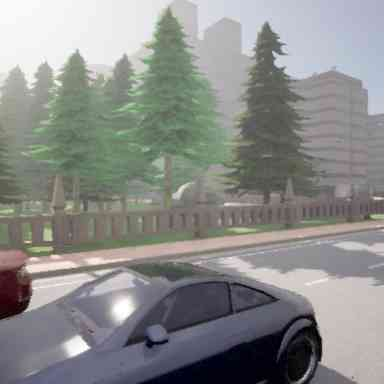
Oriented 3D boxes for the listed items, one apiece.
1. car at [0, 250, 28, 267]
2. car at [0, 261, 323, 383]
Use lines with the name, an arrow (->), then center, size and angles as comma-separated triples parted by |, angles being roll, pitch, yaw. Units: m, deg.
car -> -5.021, 1.482, 4.710 | 5.008, 1.535, 1.882 | 0, 0, -36
car -> -0.460, 1.558, 3.664 | 4.181, 1.385, 1.994 | 0, 0, -35
